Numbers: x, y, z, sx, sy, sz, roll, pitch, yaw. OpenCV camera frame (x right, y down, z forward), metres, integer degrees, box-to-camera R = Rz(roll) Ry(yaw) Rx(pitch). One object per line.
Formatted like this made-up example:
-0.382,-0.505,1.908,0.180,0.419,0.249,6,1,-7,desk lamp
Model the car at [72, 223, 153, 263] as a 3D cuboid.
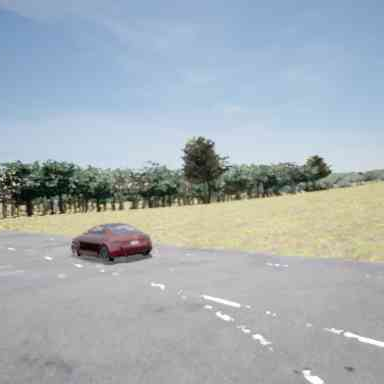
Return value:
-3.462,2.008,14.015,1.994,1.385,4.181,-2,-2,-42,car
